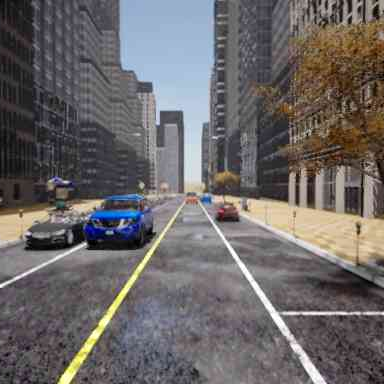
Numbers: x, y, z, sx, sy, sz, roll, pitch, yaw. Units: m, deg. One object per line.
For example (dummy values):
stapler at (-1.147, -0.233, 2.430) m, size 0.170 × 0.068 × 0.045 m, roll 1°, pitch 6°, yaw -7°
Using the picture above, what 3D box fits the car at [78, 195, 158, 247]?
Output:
car at (-3.058, 1.173, 15.199) m, size 2.150 × 2.045 × 5.566 m, roll 0°, pitch 0°, yaw 0°

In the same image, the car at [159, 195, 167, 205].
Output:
car at (-5.729, 1.396, 54.129) m, size 2.008 × 1.369 × 4.403 m, roll -1°, pitch 0°, yaw 0°

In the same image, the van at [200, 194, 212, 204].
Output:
van at (2.644, 1.174, 59.758) m, size 1.690 × 1.788 × 3.998 m, roll -1°, pitch 0°, yaw 0°

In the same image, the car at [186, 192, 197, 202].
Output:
car at (-0.035, 0.930, 69.270) m, size 2.150 × 2.045 × 5.566 m, roll 0°, pitch 0°, yaw 0°

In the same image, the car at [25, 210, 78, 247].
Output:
car at (-5.709, 1.501, 14.753) m, size 2.008 × 1.369 × 4.403 m, roll -1°, pitch 0°, yaw 0°

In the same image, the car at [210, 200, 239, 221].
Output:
car at (2.665, 1.500, 26.008) m, size 1.802 × 1.307 × 4.206 m, roll -1°, pitch 0°, yaw 0°

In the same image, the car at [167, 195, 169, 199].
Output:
car at (-5.733, 1.384, 59.754) m, size 2.008 × 1.369 × 4.403 m, roll -1°, pitch 0°, yaw 0°

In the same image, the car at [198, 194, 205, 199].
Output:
car at (2.630, 1.295, 93.679) m, size 1.752 × 1.417 × 4.829 m, roll -1°, pitch 0°, yaw 0°

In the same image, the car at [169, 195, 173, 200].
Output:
car at (-5.744, 1.340, 82.253) m, size 2.008 × 1.369 × 4.403 m, roll -1°, pitch 0°, yaw 0°

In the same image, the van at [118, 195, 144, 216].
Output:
van at (-5.721, 1.243, 31.627) m, size 1.690 × 1.788 × 3.998 m, roll -1°, pitch 0°, yaw 0°

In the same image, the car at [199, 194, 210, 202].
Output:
car at (2.640, 1.250, 71.008) m, size 1.967 × 1.590 × 4.097 m, roll -1°, pitch 0°, yaw 0°

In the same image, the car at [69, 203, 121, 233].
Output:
car at (-5.713, 1.459, 20.209) m, size 1.752 × 1.417 × 4.829 m, roll -1°, pitch 0°, yaw 0°

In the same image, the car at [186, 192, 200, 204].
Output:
car at (-0.030, 1.187, 58.949) m, size 2.097 × 1.767 × 4.553 m, roll 0°, pitch 0°, yaw 0°

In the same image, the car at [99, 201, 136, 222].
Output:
car at (-5.715, 1.462, 26.004) m, size 1.887 × 1.381 × 4.507 m, roll -1°, pitch 0°, yaw 0°
